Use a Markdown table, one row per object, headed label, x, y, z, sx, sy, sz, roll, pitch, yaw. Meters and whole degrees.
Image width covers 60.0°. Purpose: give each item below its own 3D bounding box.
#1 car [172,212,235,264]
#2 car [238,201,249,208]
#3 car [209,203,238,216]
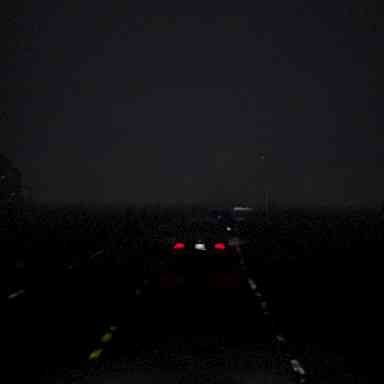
| label | x | y | z | sx | sy | sz | roll | pitch | yaw |
| --- | --- | --- | --- | --- | --- | --- | --- | --- | --- |
| car | 0.440 | 1.687 | 12.362 | 2.033 | 1.411 | 5.357 | 0 | -1 | 5 |
| car | 9.907 | 2.419 | 65.399 | 1.895 | 1.301 | 4.718 | 0 | -1 | 17 |
| car | 2.651 | 1.820 | 28.787 | 1.882 | 1.535 | 5.008 | 0 | 0 | 11 |
